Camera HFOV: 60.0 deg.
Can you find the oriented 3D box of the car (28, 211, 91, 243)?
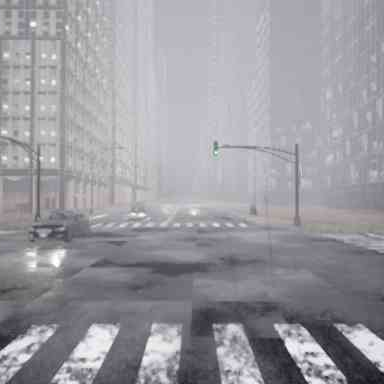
[{"bbox_3d":[-6.710,1.733,17.330,2.128,1.511,4.902,0,-2,-1],"label":"car"}]

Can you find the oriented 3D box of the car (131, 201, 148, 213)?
[{"bbox_3d":[-7.251,2.040,45.952,2.128,1.511,4.902,0,-1,-1],"label":"car"}]
